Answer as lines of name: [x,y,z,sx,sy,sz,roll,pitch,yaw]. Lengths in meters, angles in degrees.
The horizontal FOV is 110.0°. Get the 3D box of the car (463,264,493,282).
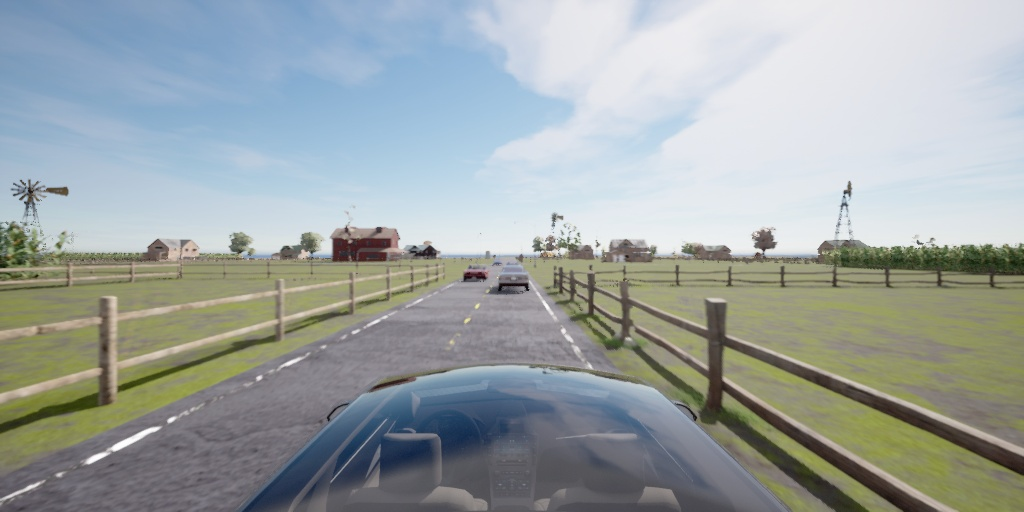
car: [-2.846,1.341,29.121,1.895,1.301,4.718,0,0,0]

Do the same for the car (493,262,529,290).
car: [0.096,1.291,22.137,2.033,1.411,5.357,0,0,0]

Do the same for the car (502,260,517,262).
car: [0.099,1.298,43.723,1.994,1.385,4.181,0,0,0]
